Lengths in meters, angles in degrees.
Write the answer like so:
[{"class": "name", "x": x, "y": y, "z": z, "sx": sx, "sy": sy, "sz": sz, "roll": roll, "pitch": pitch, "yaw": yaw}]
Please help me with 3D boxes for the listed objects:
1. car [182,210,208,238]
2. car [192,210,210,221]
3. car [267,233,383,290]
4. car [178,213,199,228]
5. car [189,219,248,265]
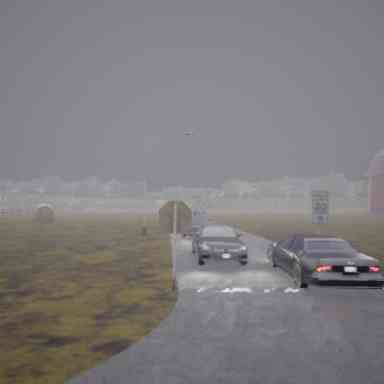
[{"class": "car", "x": 0.295, "y": 2.300, "z": 24.176, "sx": 2.097, "sy": 1.767, "sz": 4.553, "roll": 1, "pitch": -2, "yaw": -4}, {"class": "car", "x": 1.302, "y": 3.452, "z": 50.081, "sx": 2.128, "sy": 1.511, "sz": 4.902, "roll": 1, "pitch": -2, "yaw": -4}, {"class": "car", "x": 3.823, "y": 2.015, "z": 10.539, "sx": 2.033, "sy": 1.411, "sz": 5.357, "roll": 1, "pitch": -2, "yaw": 0}, {"class": "car", "x": -0.459, "y": 2.932, "z": 34.289, "sx": 1.895, "sy": 1.301, "sz": 4.718, "roll": 1, "pitch": -2, "yaw": -4}, {"class": "car", "x": 1.051, "y": 2.091, "z": 14.098, "sx": 1.812, "sy": 1.442, "sz": 4.674, "roll": 1, "pitch": -2, "yaw": -4}]
